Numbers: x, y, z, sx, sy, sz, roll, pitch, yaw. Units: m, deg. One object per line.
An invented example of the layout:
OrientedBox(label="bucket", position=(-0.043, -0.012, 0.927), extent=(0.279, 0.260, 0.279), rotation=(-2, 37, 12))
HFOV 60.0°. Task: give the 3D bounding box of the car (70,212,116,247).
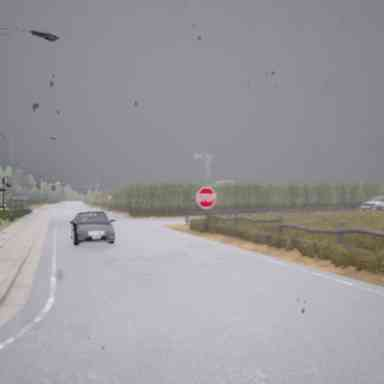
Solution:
OrientedBox(label="car", position=(-5.080, 1.767, 16.885), extent=(2.128, 1.511, 4.902), rotation=(0, -1, -21))

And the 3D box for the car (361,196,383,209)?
OrientedBox(label="car", position=(24.613, 1.566, 43.101), extent=(5.566, 2.045, 2.150), rotation=(0, -1, -22))
